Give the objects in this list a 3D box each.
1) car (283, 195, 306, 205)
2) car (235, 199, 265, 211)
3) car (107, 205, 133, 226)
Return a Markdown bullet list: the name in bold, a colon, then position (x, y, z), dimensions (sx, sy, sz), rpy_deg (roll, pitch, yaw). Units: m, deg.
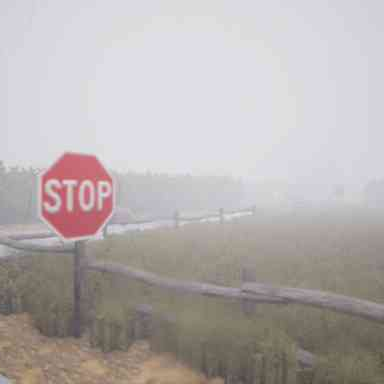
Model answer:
- **car**: position (14.699, 1.223, 47.766), dimensions (2.128, 1.511, 4.902), rpy_deg (0, 1, -5)
- **car**: position (6.385, 1.438, 36.338), dimensions (1.994, 1.385, 4.181), rpy_deg (0, 1, 37)
- **car**: position (-5.647, 1.441, 20.129), dimensions (1.812, 1.442, 4.674), rpy_deg (0, 0, 36)
